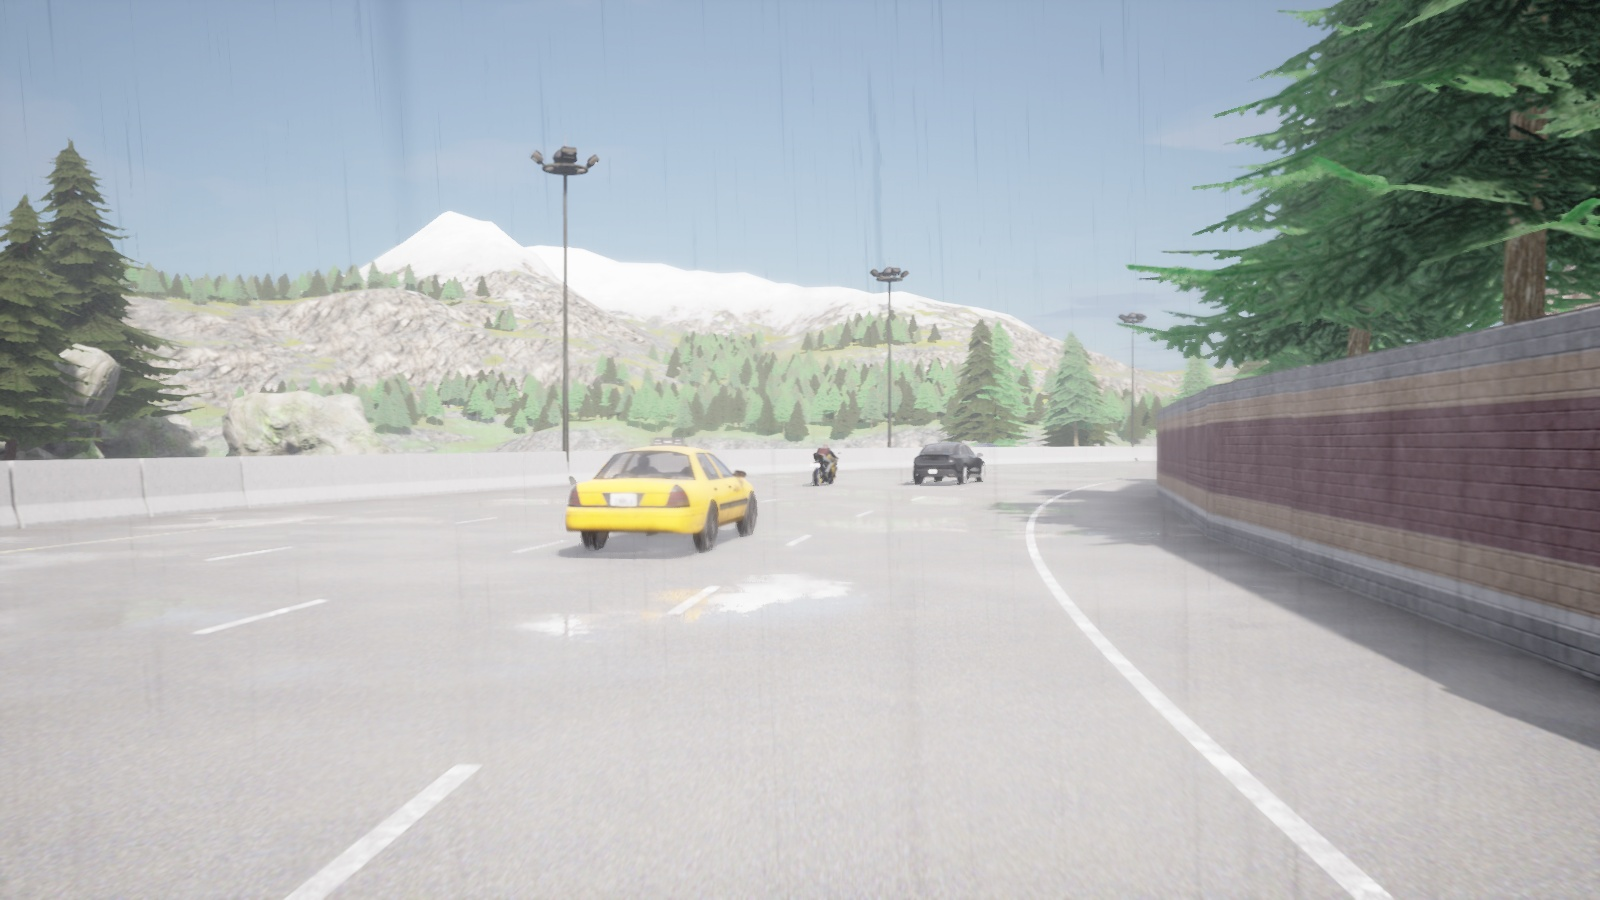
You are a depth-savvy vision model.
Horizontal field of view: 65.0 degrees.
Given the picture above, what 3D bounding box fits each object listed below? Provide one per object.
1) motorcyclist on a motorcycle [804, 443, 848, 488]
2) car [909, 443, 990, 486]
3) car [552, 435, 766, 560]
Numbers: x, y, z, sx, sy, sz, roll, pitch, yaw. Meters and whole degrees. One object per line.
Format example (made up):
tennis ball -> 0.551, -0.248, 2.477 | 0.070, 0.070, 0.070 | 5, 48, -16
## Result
motorcyclist on a motorcycle -> 0.918, 0.534, 43.964 | 0.866, 1.530, 2.191 | 1, 1, 20
car -> 5.573, 0.496, 46.298 | 1.837, 1.490, 4.892 | 0, 0, 21
car -> -1.879, 0.579, 18.631 | 1.801, 1.575, 5.366 | 0, 0, 9
